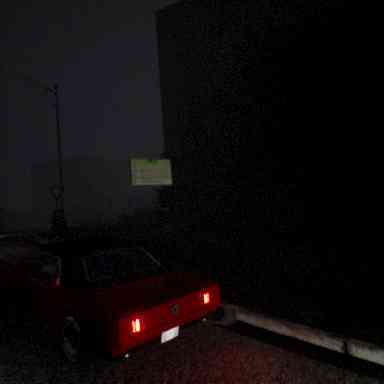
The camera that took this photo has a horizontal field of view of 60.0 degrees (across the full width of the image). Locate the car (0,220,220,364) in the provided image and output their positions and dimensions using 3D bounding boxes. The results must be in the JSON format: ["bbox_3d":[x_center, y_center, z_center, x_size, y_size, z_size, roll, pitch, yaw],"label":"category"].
[{"bbox_3d":[-1.924,1.455,5.726,4.718,1.301,1.895,3,2,42],"label":"car"}]

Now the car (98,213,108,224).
[{"bbox_3d":[-11.234,4.090,49.435,1.882,1.535,5.008,-5,-6,23],"label":"car"}]

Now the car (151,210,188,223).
[{"bbox_3d":[-3.275,3.587,48.425,5.008,1.535,2.097,-5,-7,22],"label":"car"}]

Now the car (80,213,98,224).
[{"bbox_3d":[-14.723,4.630,52.909,5.008,1.535,2.097,-5,-6,23],"label":"car"}]

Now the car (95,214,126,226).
[{"bbox_3d":[-13.596,4.731,55.462,4.553,1.767,2.185,-5,-7,23],"label":"car"}]

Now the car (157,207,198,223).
[{"bbox_3d":[-2.235,3.565,50.967,5.566,2.045,2.435,-5,-7,23],"label":"car"}]

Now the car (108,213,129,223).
[{"bbox_3d":[-9.013,3.700,46.586,2.128,1.511,4.902,-5,-6,23],"label":"car"}]

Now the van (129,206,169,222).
[{"bbox_3d":[-5.389,2.945,43.253,4.442,1.987,1.878,-5,-6,23],"label":"van"}]
